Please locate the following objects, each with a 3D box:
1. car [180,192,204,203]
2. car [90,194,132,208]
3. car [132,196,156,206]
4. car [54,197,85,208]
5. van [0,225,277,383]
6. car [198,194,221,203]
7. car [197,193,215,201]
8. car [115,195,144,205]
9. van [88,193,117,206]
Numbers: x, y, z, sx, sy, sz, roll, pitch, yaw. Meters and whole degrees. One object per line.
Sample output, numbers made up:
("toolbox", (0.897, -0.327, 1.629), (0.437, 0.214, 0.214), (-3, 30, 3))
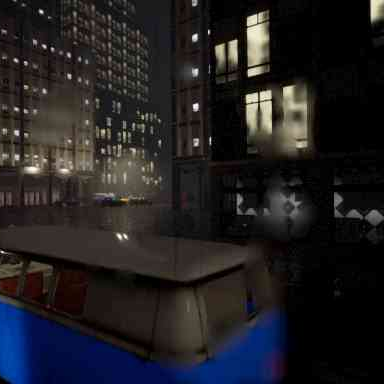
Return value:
("car", (-0.115, 0.909, 54.702), (2.192, 1.841, 5.009), (0, 0, 36))
("car", (-10.107, 1.267, 41.058), (1.887, 1.381, 4.507), (0, 0, 36))
("car", (-6.776, 1.230, 45.606), (2.008, 1.369, 4.403), (0, 0, 36))
("car", (-16.891, 1.403, 45.975), (1.947, 1.339, 4.313), (0, 0, 36))
("van", (-1.082, 1.342, 3.663), (3.998, 1.788, 1.690), (0, -1, 36))
("car", (3.218, 1.101, 59.252), (2.008, 1.369, 4.403), (0, 0, 36))
("car", (3.104, 1.016, 73.278), (1.967, 1.590, 4.097), (0, 0, 36))
("car", (-10.327, 1.278, 54.939), (1.752, 1.417, 4.829), (0, 0, 36))
("van", (-13.560, 1.135, 50.525), (1.690, 1.788, 3.998), (0, 0, 36))
